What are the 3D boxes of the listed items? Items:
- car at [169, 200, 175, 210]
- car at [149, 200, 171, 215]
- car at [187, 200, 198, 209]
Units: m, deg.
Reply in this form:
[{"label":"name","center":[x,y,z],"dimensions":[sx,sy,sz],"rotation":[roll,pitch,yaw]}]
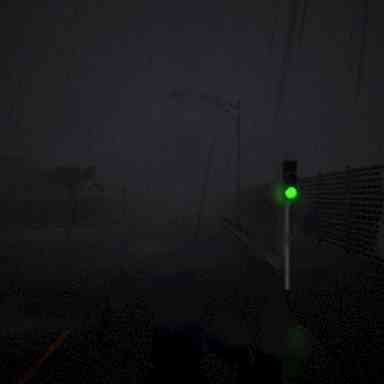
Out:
[{"label":"car","center":[-4.059,2.136,51.221],"dimensions":[1.882,1.535,5.008],"rotation":[0,-1,0]},{"label":"car","center":[-4.072,2.094,41.149],"dimensions":[1.994,1.385,4.181],"rotation":[0,-1,0]},{"label":"car","center":[0.039,2.288,60.949],"dimensions":[1.837,1.490,4.892],"rotation":[0,-1,0]}]
